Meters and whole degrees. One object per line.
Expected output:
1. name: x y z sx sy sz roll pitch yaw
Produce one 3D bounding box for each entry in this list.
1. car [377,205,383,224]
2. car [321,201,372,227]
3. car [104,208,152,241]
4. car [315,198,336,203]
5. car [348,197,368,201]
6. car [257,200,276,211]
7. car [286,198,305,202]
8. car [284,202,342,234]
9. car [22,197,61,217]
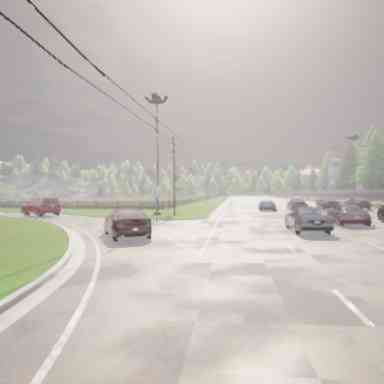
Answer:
1. car: 13.809 1.132 20.913 2.150 2.045 5.566 -1 0 7
2. car: 10.504 1.526 22.641 1.994 1.385 4.181 -1 0 7
3. car: -3.494 1.604 17.690 1.882 1.535 5.008 0 0 -21
4. car: 16.216 1.466 40.193 1.837 1.490 4.892 -1 0 7
5. car: 19.688 1.418 39.758 1.837 1.490 4.892 -1 0 7
6. car: 9.355 1.624 41.736 1.994 1.385 4.181 -1 0 7
7. car: 12.745 1.515 40.649 1.837 1.490 4.892 -1 0 7
8. car: 6.521 1.546 18.988 2.033 1.411 5.357 -1 0 7
9. car: -16.395 1.601 36.181 5.566 2.045 2.150 -1 -1 42
